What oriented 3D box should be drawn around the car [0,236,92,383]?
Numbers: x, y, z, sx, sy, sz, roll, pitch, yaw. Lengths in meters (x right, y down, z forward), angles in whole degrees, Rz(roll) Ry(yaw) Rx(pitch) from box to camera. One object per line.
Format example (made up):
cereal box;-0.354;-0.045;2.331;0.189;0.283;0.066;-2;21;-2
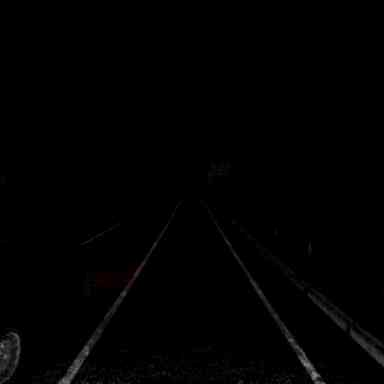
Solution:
car;-3.001;1.515;5.351;1.812;1.442;4.674;-1;0;0
